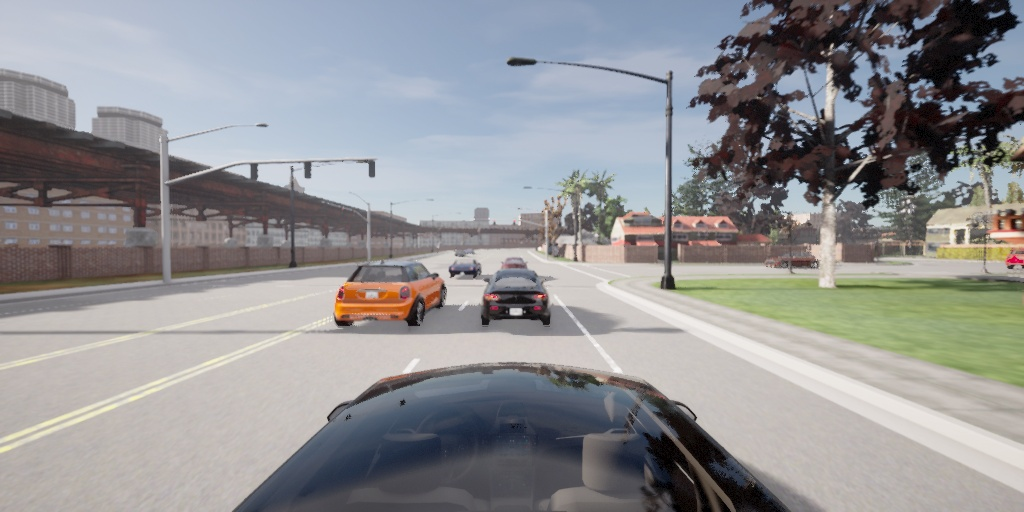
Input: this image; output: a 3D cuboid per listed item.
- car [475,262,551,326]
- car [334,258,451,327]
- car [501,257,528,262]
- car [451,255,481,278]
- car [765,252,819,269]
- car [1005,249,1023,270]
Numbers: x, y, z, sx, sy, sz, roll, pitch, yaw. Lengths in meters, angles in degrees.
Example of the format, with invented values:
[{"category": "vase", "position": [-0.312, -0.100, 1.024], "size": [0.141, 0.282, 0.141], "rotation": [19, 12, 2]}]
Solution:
[{"category": "car", "position": [0.111, 1.088, 10.749], "size": [1.812, 1.442, 4.674], "rotation": [0, 1, 0]}, {"category": "car", "position": [-3.388, 0.914, 10.846], "size": [2.097, 1.767, 4.553], "rotation": [0, 1, 0]}, {"category": "car", "position": [0.167, 0.784, 25.367], "size": [1.812, 1.442, 4.674], "rotation": [0, 2, 1]}, {"category": "car", "position": [-3.323, 0.839, 26.352], "size": [1.895, 1.301, 4.718], "rotation": [0, 1, 0]}, {"category": "car", "position": [28.657, 0.379, 36.846], "size": [4.553, 1.767, 2.097], "rotation": [0, 1, -1]}, {"category": "car", "position": [50.180, 0.300, 34.515], "size": [5.566, 2.045, 2.150], "rotation": [0, 1, -21]}]
